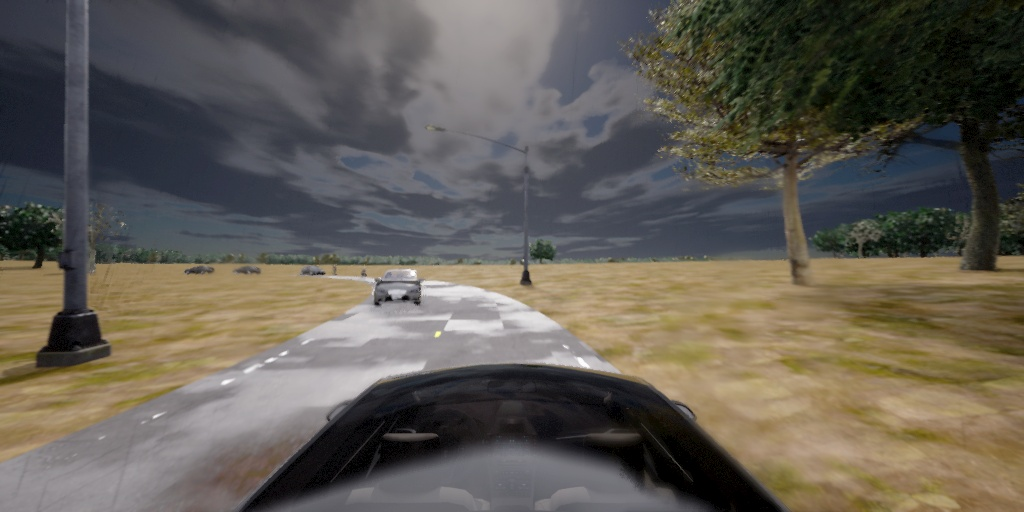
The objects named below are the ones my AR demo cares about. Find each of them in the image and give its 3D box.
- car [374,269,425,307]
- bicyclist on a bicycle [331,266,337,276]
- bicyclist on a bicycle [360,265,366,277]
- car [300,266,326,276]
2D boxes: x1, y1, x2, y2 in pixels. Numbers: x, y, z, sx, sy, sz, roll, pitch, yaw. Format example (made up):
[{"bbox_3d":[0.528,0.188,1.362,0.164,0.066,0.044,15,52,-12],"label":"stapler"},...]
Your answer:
[{"bbox_3d":[-5.013,1.340,16.209,2.128,1.511,4.902,1,-1,-14],"label":"car"},{"bbox_3d":[-27.719,2.315,55.927,1.656,1.620,0.582,-2,-3,34],"label":"bicyclist on a bicycle"},{"bbox_3d":[-20.966,2.132,50.586,1.509,1.612,0.866,-2,-3,41],"label":"bicyclist on a bicycle"},{"bbox_3d":[-28.763,2.171,51.801,4.892,1.490,1.837,-1,-3,37],"label":"car"}]
